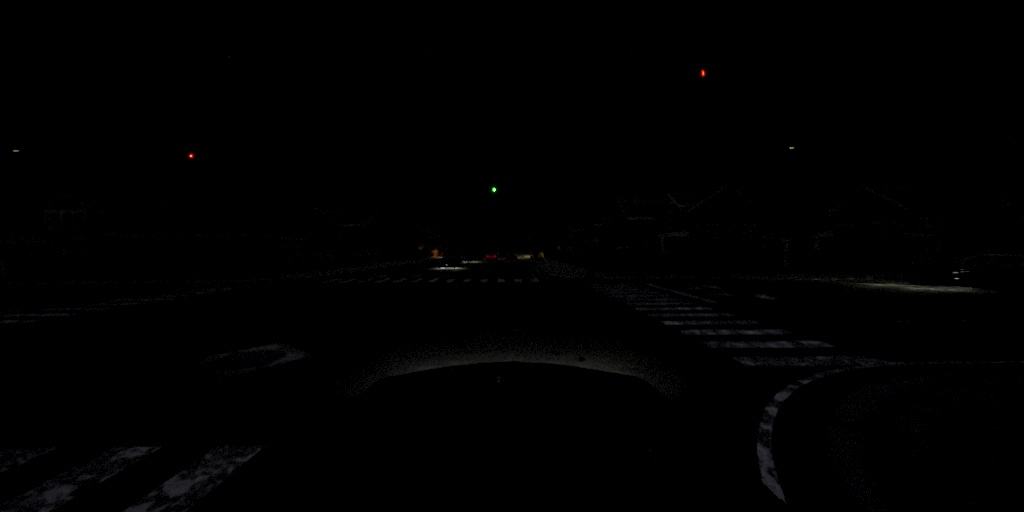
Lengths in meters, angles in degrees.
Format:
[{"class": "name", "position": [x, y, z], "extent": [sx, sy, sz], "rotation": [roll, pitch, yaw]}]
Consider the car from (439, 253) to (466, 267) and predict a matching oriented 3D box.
[{"class": "car", "position": [-6.654, 0.464, 39.248], "extent": [2.033, 1.411, 5.357], "rotation": [0, 1, 0]}]

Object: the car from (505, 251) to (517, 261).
[{"class": "car", "position": [-0.111, -0.007, 59.691], "extent": [1.812, 1.442, 4.674], "rotation": [0, 1, 0]}]

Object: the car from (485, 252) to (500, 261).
[{"class": "car", "position": [-3.361, 0.073, 59.715], "extent": [1.895, 1.301, 4.718], "rotation": [0, 1, 0]}]

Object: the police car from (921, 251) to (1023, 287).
[{"class": "police car", "position": [23.083, 0.576, 17.526], "extent": [5.238, 1.638, 1.930], "rotation": [0, 1, 0]}]

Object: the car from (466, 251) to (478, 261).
[{"class": "car", "position": [-6.648, -0.001, 57.545], "extent": [1.882, 1.535, 5.008], "rotation": [0, 1, 0]}]
